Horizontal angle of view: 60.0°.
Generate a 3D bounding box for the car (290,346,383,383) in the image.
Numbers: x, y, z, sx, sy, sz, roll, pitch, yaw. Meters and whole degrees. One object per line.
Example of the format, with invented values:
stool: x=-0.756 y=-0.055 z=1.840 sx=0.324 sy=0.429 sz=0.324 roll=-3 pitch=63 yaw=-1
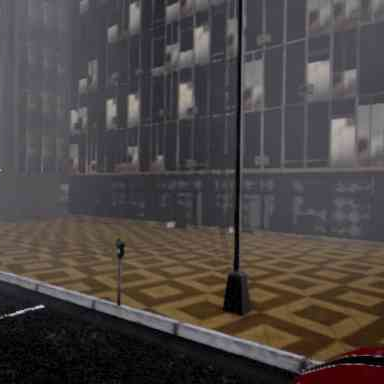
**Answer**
car: x=2.192 y=1.439 z=1.293 sx=4.097 sy=1.590 sz=1.967 roll=0 pitch=1 yaw=36
